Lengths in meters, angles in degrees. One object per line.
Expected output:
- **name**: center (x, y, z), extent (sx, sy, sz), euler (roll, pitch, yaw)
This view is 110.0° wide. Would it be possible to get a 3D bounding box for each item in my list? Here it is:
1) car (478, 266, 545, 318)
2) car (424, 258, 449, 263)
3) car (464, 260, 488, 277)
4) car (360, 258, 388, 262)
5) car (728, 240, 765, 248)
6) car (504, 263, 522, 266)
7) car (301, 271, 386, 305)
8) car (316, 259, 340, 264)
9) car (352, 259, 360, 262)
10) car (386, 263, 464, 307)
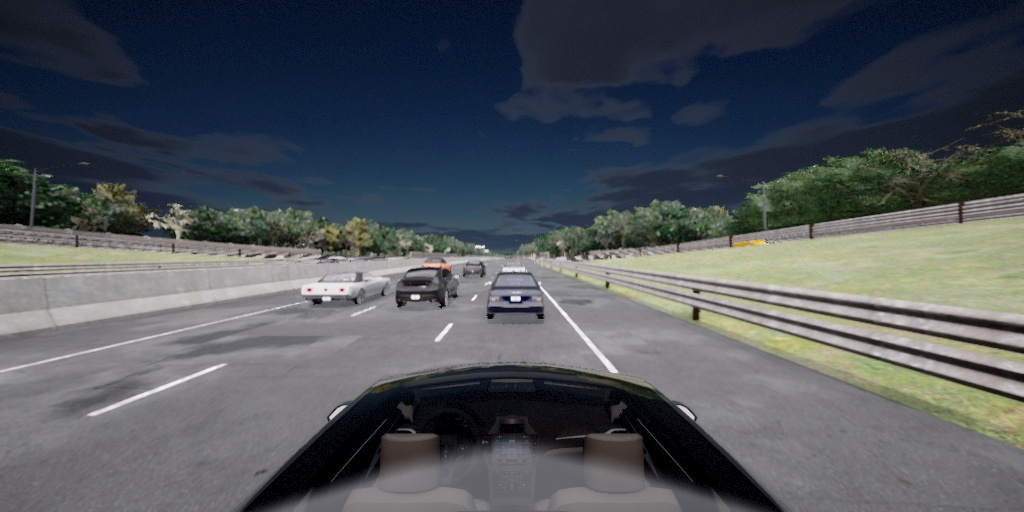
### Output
- **car**: center (0.108, 1.250, 12.724), extent (2.033, 1.411, 5.357), euler (0, 0, 0)
- **car**: center (-6.875, 0.969, 32.876), extent (2.097, 1.767, 4.553), euler (0, 0, 0)
- **car**: center (-3.375, 1.108, 33.109), extent (2.128, 1.511, 4.902), euler (0, 0, 0)
- **car**: center (-17.541, 1.055, 47.212), extent (2.128, 1.511, 4.902), euler (0, 0, 0)
- **car**: center (31.657, -1.592, 48.583), extent (1.882, 1.535, 5.008), euler (0, -3, -10)
- **car**: center (0.118, 1.225, 31.494), extent (1.895, 1.301, 4.718), euler (0, 0, 0)
- **car**: center (-6.890, 1.291, 15.563), extent (1.895, 1.301, 4.718), euler (0, 0, 0)
- **car**: center (-24.534, 1.124, 47.968), extent (1.994, 1.385, 4.181), euler (0, 0, 0)
- **car**: center (-21.032, 1.104, 49.432), extent (2.033, 1.411, 5.357), euler (0, 0, 0)
- **car**: center (-3.391, 1.198, 15.011), extent (1.837, 1.490, 4.892), euler (0, 0, 0)
